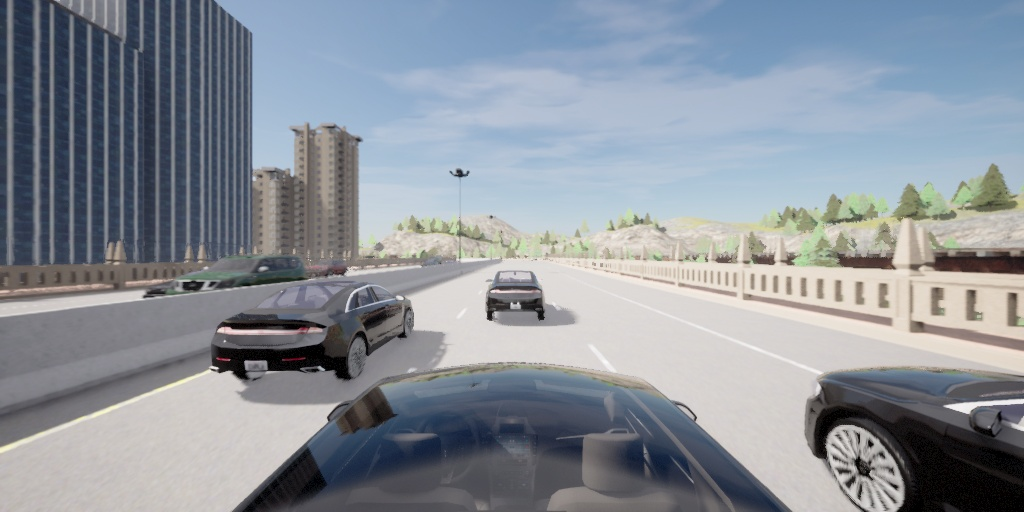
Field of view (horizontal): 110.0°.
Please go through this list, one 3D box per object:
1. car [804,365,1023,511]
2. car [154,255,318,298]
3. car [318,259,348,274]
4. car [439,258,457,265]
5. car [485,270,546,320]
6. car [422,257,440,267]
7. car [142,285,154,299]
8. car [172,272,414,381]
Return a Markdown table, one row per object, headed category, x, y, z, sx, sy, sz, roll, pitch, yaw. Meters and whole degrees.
| category | x | y | z | sx | sy | sz | roll | pitch | yaw |
| --- | --- | --- | --- | --- | --- | --- | --- | --- | --- |
| car | 3.600 | 1.241 | 1.293 | 2.128 | 1.511 | 4.902 | 0 | 0 | 0 |
| car | -10.588 | 0.972 | 14.538 | 2.150 | 2.045 | 5.566 | 0 | 0 | 0 |
| car | -17.375 | 1.103 | 33.726 | 2.097 | 1.767 | 4.553 | 0 | 0 | 1 |
| car | -9.675 | 1.315 | 56.628 | 1.994 | 1.385 | 4.181 | 0 | 0 | 2 |
| car | 0.108 | 1.242 | 12.692 | 2.128 | 1.511 | 4.902 | 0 | 0 | 0 |
| car | -13.128 | 1.315 | 58.042 | 1.994 | 1.385 | 4.181 | 0 | 0 | 2 |
| car | -14.085 | 1.298 | 17.077 | 2.033 | 1.411 | 5.357 | 0 | 0 | 0 |
| car | -3.397 | 1.242 | 7.189 | 2.128 | 1.511 | 4.902 | 0 | 0 | 0 |
